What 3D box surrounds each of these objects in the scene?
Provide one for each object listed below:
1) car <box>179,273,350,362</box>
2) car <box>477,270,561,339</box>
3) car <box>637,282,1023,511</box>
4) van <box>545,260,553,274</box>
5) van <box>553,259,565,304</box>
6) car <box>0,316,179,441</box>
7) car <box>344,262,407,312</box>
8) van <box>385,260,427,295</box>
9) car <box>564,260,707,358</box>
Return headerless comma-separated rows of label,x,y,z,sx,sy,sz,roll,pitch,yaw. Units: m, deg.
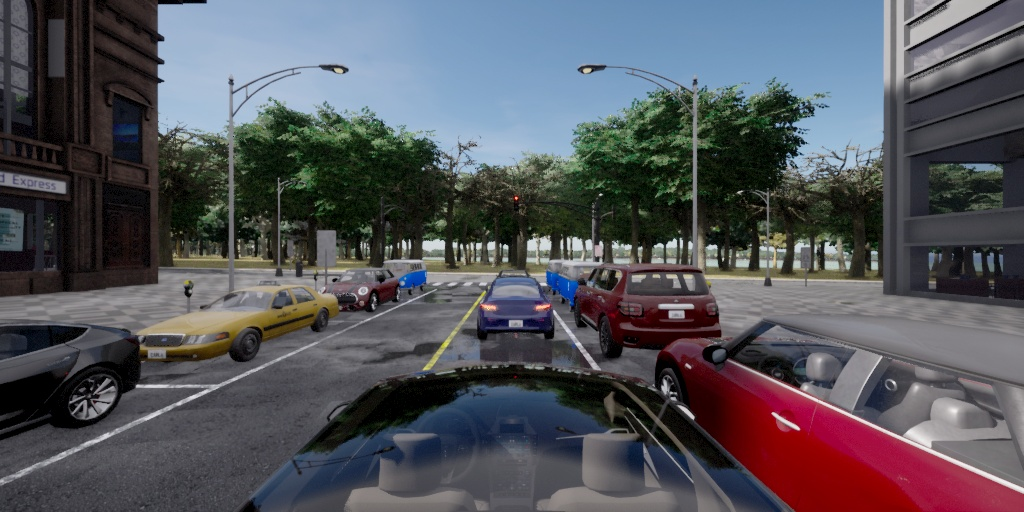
car,-5.764,1.275,8.229,1.751,1.417,4.829,0,0,0
car,0.097,1.276,9.938,1.812,1.442,4.674,0,0,0
car,2.763,1.190,2.963,1.967,1.591,4.097,0,0,0
van,2.759,1.091,19.276,1.690,1.789,3.998,0,0,0
van,2.760,1.091,13.838,1.690,1.789,3.998,0,0,0
car,-5.763,1.316,2.961,1.948,1.339,4.313,0,0,0
car,-5.765,1.190,13.836,1.967,1.591,4.097,0,0,0
van,-5.766,1.091,19.274,1.690,1.789,3.998,0,0,0
car,2.761,1.065,8.401,2.192,1.841,5.009,0,0,0
